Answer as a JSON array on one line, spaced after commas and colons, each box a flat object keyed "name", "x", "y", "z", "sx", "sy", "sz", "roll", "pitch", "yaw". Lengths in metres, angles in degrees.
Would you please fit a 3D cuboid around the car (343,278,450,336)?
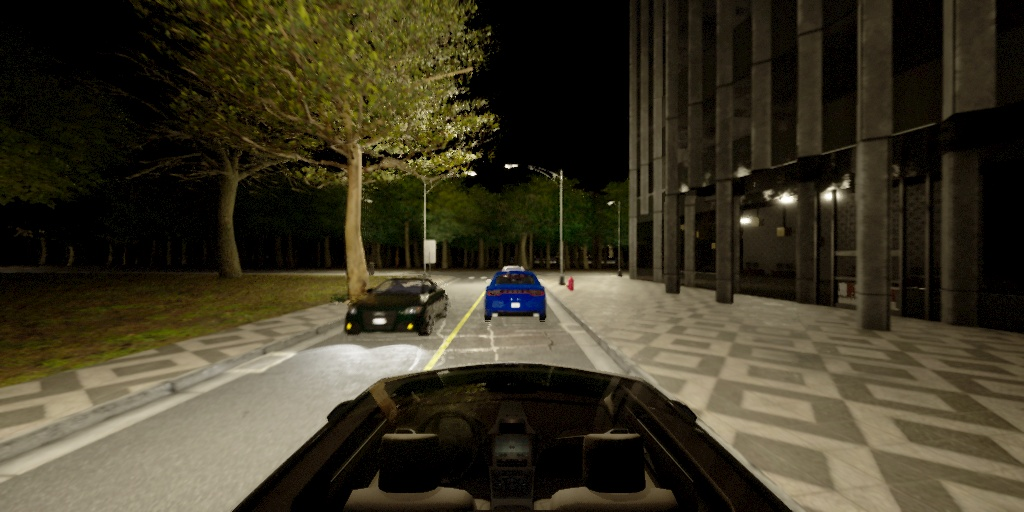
[{"name": "car", "x": -3.048, "y": 1.324, "z": 10.262, "sx": 1.994, "sy": 1.385, "sz": 4.181, "roll": 0, "pitch": 0, "yaw": 0}]

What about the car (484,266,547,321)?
[{"name": "car", "x": 0.100, "y": 1.239, "z": 12.433, "sx": 1.882, "sy": 1.535, "sz": 5.008, "roll": 0, "pitch": -1, "yaw": 0}]
